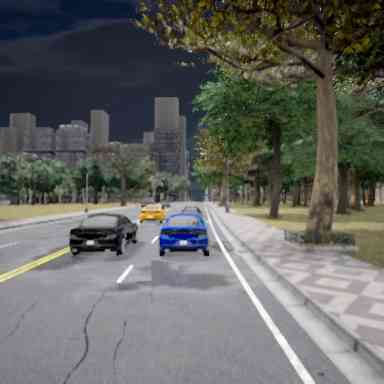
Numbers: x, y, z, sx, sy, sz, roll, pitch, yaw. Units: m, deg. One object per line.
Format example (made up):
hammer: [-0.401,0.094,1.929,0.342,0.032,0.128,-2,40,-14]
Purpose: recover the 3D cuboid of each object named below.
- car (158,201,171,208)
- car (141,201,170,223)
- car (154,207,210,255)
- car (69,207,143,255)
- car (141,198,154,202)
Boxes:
car: [-5.416,2.500,65.756,1.994,1.385,4.181,0,-1,2]
car: [-3.257,1.838,29.019,1.882,1.535,5.008,0,-1,2]
car: [-0.265,1.636,14.074,1.882,1.535,5.008,0,0,1]
car: [-3.515,1.638,14.074,1.882,1.535,5.008,0,0,1]
car: [-8.663,2.164,65.826,2.150,2.045,5.566,0,-1,2]
